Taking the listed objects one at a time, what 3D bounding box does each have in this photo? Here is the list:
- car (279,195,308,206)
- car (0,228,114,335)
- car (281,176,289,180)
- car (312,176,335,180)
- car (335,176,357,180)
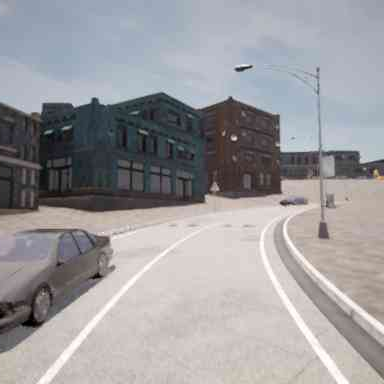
[{"bbox_3d":[13.946,1.179,45.490,2.033,1.411,5.357,-4,-2,45],"label":"car"},{"bbox_3d":[-3.272,1.535,7.271,2.033,1.411,5.357,0,0,4],"label":"car"},{"bbox_3d":[22.786,-3.373,86.526,4.553,1.767,2.185,-1,-4,-1],"label":"car"},{"bbox_3d":[33.728,-3.354,86.627,4.892,1.521,2.231,-1,-4,-1],"label":"car"},{"bbox_3d":[39.247,-3.395,86.690,4.892,1.521,2.231,0,-4,-1],"label":"car"}]
